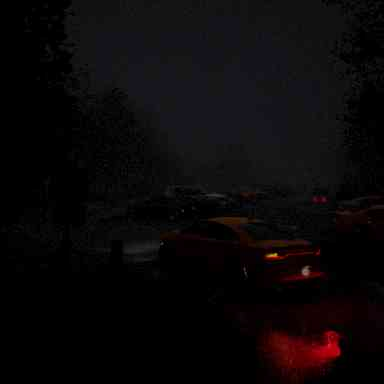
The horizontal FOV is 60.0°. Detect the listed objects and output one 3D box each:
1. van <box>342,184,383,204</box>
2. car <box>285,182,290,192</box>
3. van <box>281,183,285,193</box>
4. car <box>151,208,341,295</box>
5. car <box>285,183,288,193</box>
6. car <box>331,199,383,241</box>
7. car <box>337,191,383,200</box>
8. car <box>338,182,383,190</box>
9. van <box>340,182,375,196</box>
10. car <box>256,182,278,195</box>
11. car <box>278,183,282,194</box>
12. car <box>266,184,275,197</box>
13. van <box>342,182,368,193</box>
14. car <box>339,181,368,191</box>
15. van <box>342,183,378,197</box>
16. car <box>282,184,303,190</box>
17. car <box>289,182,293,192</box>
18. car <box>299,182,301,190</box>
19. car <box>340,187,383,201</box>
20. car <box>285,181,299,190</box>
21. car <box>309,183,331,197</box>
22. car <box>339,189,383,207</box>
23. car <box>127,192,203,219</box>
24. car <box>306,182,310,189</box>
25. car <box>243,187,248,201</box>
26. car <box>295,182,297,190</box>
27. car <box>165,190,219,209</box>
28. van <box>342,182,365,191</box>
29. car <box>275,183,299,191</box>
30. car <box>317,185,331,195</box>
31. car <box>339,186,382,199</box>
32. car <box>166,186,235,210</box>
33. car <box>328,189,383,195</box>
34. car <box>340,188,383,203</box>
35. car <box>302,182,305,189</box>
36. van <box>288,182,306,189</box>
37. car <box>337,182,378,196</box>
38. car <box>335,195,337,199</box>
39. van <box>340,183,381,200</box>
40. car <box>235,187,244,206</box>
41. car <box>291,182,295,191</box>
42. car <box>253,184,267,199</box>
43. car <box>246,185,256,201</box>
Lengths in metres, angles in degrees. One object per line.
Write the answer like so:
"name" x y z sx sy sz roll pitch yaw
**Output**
"van" 18.021 0.171 34.456 4.442 1.987 1.878 1 3 24
"car" 13.920 -0.455 57.520 4.792 1.488 2.163 1 2 24
"van" 11.770 -0.526 52.393 4.442 1.987 1.878 1 2 24
"car" 0.913 1.376 8.544 1.882 1.535 5.008 2 -1 -31
"car" 12.778 -0.364 54.991 4.792 1.488 2.163 1 2 24
"car" 8.798 1.310 14.336 5.008 1.535 2.097 1 3 24
"car" 9.970 1.071 16.839 4.553 1.767 2.185 1 3 24
"car" 15.611 0.376 29.333 5.566 2.045 2.435 1 3 24
"van" 24.589 -0.412 49.572 4.442 1.987 1.878 1 2 24
"car" 9.409 -0.243 47.376 4.553 1.767 2.185 1 2 24
"car" 10.548 -0.181 49.909 4.792 1.488 2.163 1 2 24
"car" 7.269 0.082 42.265 5.366 1.575 1.946 1 3 24
"van" 31.688 -0.957 64.731 4.442 1.987 1.878 1 2 24
"car" 34.973 -1.257 72.360 5.566 2.045 2.435 1 2 24
"van" 23.662 -0.317 46.952 4.442 1.987 1.878 1 2 24
"car" 24.223 -1.263 80.268 4.674 1.452 2.002 1 2 24
"car" 15.061 -0.546 60.049 4.792 1.488 2.163 1 2 24
"car" 19.485 -0.945 70.228 5.366 1.575 1.946 1 2 24
"car" 20.166 0.217 39.430 4.792 1.488 2.163 1 2 24
"car" 18.507 -0.847 67.626 4.892 1.521 2.231 1 2 24
"car" 18.311 -0.101 47.394 2.128 1.511 4.902 1 2 24
"car" 16.699 0.541 31.891 4.792 1.488 2.163 1 3 24
"car" -2.058 1.023 22.133 4.792 1.488 2.163 1 3 24
"car" 26.530 -1.735 85.305 5.566 2.045 2.435 1 2 24
"car" 2.540 0.535 32.229 4.892 1.521 2.231 1 3 24
"car" 17.377 -0.756 65.091 4.892 1.521 2.231 1 2 24
"car" -0.885 0.879 24.645 5.008 1.535 2.097 1 3 24
"van" 36.245 -1.320 74.825 4.442 1.987 1.878 1 2 24
"car" 20.768 -1.156 72.689 4.553 1.767 2.185 1 2 24
"car" 22.545 -0.452 56.773 1.882 1.535 5.008 1 2 24
"car" 22.422 -0.003 44.483 5.008 1.535 2.097 1 2 24
"car" 0.277 0.514 27.153 5.566 2.045 2.435 1 3 24
"car" 13.139 0.850 24.388 5.366 1.575 1.946 1 3 24
"car" 19.081 0.315 37.026 4.792 1.488 2.163 1 3 24
"car" 23.074 -1.212 77.741 5.008 1.535 2.097 1 2 24
"van" 28.674 -1.820 90.411 4.442 1.987 1.878 1 1 24
"car" 25.809 -0.527 52.057 5.566 2.045 2.435 1 2 24
"car" 11.003 1.115 19.280 4.792 1.488 2.163 1 3 24
"van" 21.173 -0.136 41.983 4.442 1.987 1.878 1 2 24
"car" 1.562 0.649 29.627 5.366 1.575 1.946 1 3 24
"car" 16.061 -0.672 62.641 5.366 1.575 1.946 1 2 24
"car" 5.840 0.180 40.002 5.366 1.575 1.946 1 3 24
"car" 3.507 0.413 34.835 5.366 1.575 1.946 1 3 24
